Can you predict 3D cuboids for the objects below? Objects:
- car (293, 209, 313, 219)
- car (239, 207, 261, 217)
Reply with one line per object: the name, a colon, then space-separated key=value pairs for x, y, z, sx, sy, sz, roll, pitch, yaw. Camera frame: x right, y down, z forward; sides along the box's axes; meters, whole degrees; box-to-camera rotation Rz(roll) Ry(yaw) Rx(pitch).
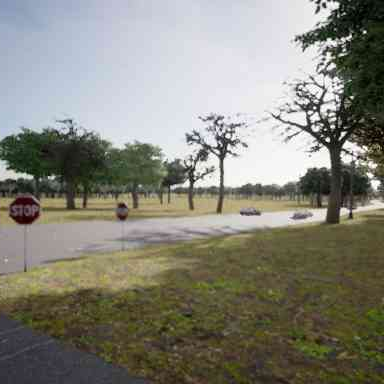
car: x=16.844 y=3.279 z=50.203 sx=1.895 sy=1.301 sz=4.718 roll=1 pitch=-1 yaw=35
car: x=8.951 y=3.001 z=51.148 sx=1.994 sy=1.385 sz=4.181 roll=1 pitch=-1 yaw=36
